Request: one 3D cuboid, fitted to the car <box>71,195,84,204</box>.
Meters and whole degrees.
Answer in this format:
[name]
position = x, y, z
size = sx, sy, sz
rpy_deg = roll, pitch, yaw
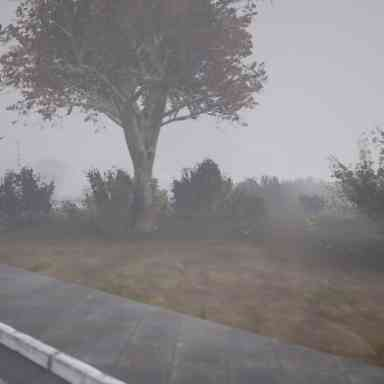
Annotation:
[car]
position = -19.115, 1.305, 56.257
size = 1.882, 1.535, 5.008
rpy_deg = 0, 0, 34
